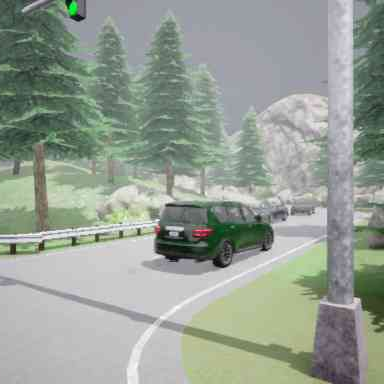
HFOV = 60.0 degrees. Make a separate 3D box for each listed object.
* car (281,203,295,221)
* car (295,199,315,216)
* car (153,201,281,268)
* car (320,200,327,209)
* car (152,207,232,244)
[{"bbox_3d":[5.744,1.506,25.028,2.128,1.511,4.902,0,0,34],"label":"car"},{"bbox_3d":[11.285,1.519,33.613,1.837,1.490,4.892,0,0,27],"label":"car"},{"bbox_3d":[1.005,1.351,11.696,2.150,2.045,5.566,0,-1,34],"label":"car"},{"bbox_3d":[18.162,1.531,42.749,1.882,1.535,5.008,2,0,0],"label":"car"},{"bbox_3d":[0.140,1.578,16.813,1.994,1.385,4.181,0,0,34],"label":"car"}]
